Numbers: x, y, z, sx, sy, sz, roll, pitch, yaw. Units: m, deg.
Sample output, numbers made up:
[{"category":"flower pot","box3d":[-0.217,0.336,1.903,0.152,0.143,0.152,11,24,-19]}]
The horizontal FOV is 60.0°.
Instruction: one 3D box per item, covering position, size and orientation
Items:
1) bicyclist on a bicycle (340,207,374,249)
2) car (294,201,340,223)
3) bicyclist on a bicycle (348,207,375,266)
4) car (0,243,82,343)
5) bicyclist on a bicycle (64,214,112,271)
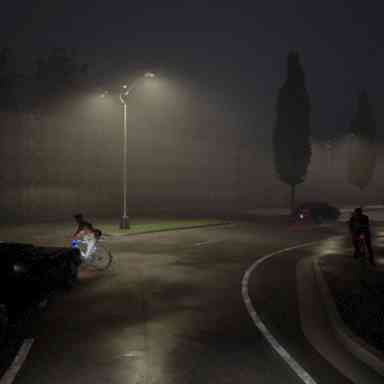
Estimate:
[{"category":"bicyclist on a bicycle","box3d":[6.875,1.453,13.822,1.656,1.620,0.582,1,0,-38]},{"category":"car","box3d":[9.759,1.505,25.881,4.892,1.490,1.837,0,0,-43]},{"category":"bicyclist on a bicycle","box3d":[4.968,1.302,9.845,0.582,1.620,1.656,0,0,18]},{"category":"car","box3d":[-3.688,1.601,6.205,1.895,1.301,4.718,0,0,1]},{"category":"bicyclist on a bicycle","box3d":[-3.108,1.453,9.587,1.656,1.620,0.582,0,0,7]}]
